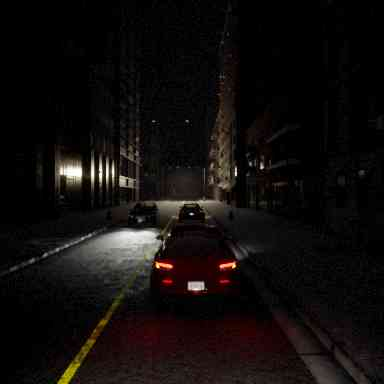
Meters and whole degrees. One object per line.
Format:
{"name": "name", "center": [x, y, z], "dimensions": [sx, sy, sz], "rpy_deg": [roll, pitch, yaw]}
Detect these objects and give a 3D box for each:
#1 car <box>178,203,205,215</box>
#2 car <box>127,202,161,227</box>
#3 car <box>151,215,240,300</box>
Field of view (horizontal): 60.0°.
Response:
{"name": "car", "center": [-0.036, 1.566, 26.051], "dimensions": [1.994, 1.385, 4.181], "rpy_deg": [0, 0, 0]}
{"name": "car", "center": [-3.215, 1.493, 22.980], "dimensions": [2.128, 1.511, 4.902], "rpy_deg": [0, 0, 0]}
{"name": "car", "center": [0.059, 1.527, 8.291], "dimensions": [1.812, 1.442, 4.674], "rpy_deg": [0, 0, 0]}
